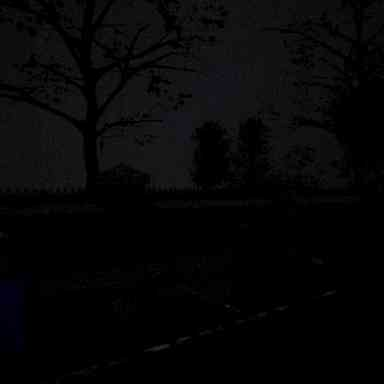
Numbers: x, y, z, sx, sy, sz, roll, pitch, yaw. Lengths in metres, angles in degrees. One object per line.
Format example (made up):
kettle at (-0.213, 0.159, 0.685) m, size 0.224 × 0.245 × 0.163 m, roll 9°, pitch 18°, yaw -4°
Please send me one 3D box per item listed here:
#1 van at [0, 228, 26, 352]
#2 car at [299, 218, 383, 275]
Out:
van at (-4.025, 1.351, 3.690) m, size 3.998 × 1.788 × 1.690 m, roll -1°, pitch 0°, yaw -35°
car at (5.151, 1.493, 10.220) m, size 4.313 × 1.339 × 1.947 m, roll -1°, pitch 0°, yaw -35°
